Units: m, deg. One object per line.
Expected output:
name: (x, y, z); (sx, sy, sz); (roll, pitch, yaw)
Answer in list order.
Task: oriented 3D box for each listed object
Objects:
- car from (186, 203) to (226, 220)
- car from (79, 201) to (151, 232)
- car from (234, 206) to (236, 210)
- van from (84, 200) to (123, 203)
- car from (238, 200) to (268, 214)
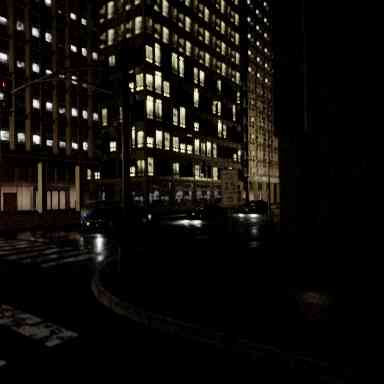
car: (1.261, 1.643, 29.031); (1.994, 1.385, 4.181); (-1, -1, 36)
car: (-4.597, 1.565, 20.925); (1.837, 1.490, 4.892); (-1, -1, 33)
car: (6.914, 1.682, 41.355); (1.752, 1.417, 4.829); (-2, -1, 36)
van: (-5.940, 1.453, 23.459); (1.690, 1.788, 3.998); (-1, -1, 36)
car: (7.155, 1.625, 37.221); (1.812, 1.442, 4.674); (-1, -1, 36)
